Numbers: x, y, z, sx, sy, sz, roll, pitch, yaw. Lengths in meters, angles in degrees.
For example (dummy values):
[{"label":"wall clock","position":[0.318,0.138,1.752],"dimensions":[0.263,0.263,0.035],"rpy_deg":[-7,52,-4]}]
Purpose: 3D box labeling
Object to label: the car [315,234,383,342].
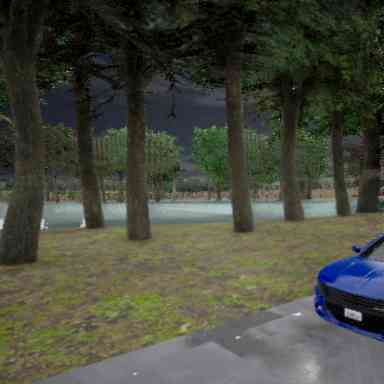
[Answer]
[{"label":"car","position":[4.296,1.434,6.096],"dimensions":[5.008,1.535,1.882],"rpy_deg":[0,0,-35]}]
